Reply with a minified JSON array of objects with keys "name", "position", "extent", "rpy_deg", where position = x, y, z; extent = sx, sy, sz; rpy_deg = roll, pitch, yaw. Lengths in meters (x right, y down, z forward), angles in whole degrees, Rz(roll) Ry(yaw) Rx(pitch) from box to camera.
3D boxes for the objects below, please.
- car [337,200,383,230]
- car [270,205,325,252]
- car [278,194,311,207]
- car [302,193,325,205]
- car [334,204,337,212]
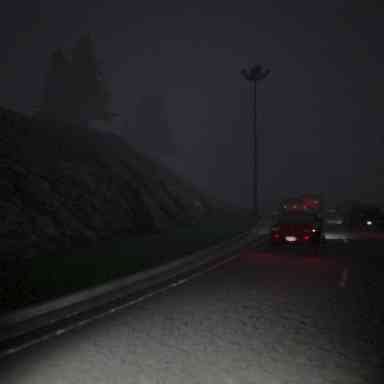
[{"name":"car","position":[10.595,1.465,20.839],"extent":[1.837,1.490,4.892],"rpy_deg":[0,0,17]},{"name":"car","position":[4.475,1.499,13.943],"extent":[1.812,1.442,4.674],"rpy_deg":[0,0,24]},{"name":"car","position":[8.977,1.294,29.940],"extent":[2.097,1.767,4.553],"rpy_deg":[0,0,9]},{"name":"car","position":[13.046,1.149,37.284],"extent":[2.150,2.045,5.566],"rpy_deg":[0,0,2]},{"name":"car","position":[16.417,1.482,34.395],"extent":[2.033,1.411,5.357],"rpy_deg":[0,0,4]}]
